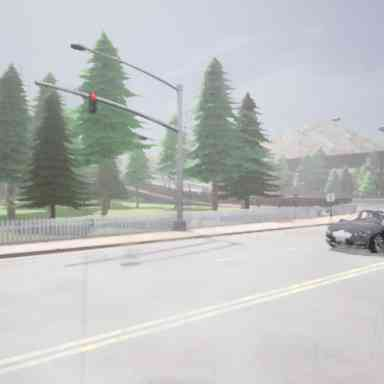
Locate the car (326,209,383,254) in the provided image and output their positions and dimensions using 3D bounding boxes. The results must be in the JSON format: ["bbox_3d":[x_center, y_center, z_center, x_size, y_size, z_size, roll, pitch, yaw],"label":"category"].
[{"bbox_3d":[7.435,1.485,13.586,4.902,1.511,2.128,0,0,-35],"label":"car"}]

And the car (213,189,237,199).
[{"bbox_3d":[6.589,0.456,67.280,1.837,1.490,4.892,0,5,-37],"label":"car"}]

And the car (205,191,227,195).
[{"bbox_3d":[3.781,0.496,65.168,2.033,1.411,5.357,0,5,-36],"label":"car"}]
